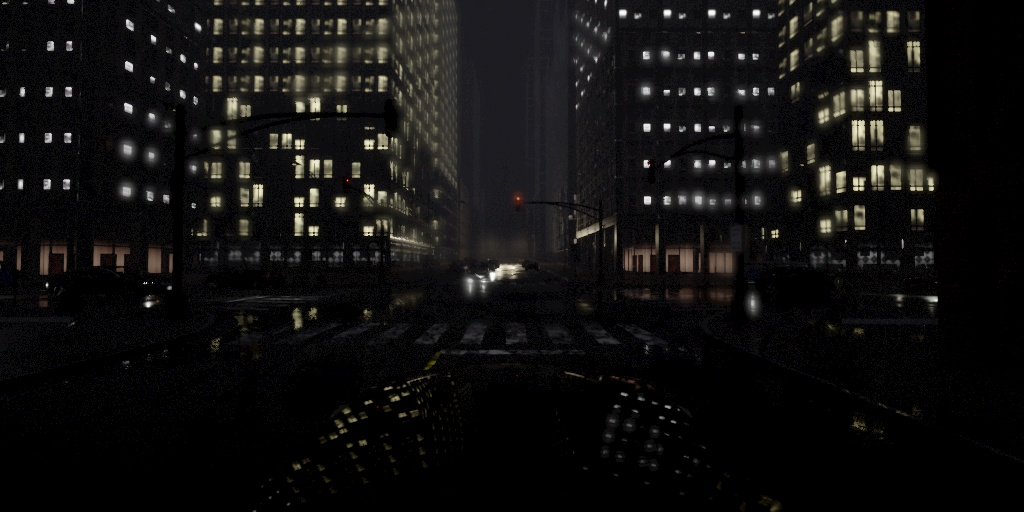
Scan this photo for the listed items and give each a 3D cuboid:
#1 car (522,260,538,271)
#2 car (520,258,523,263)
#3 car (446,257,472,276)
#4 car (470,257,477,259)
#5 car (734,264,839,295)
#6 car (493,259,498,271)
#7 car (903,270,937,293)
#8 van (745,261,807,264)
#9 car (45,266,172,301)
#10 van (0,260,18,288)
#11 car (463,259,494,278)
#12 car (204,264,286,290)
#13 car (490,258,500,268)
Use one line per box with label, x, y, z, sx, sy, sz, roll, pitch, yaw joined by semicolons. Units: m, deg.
car;2.677;1.350;48.817;1.802;1.307;4.207;0;0;0
car;2.674;1.298;60.143;1.751;1.417;4.829;0;0;0
car;-5.701;1.203;37.602;1.967;1.591;4.097;0;0;0
car;-5.704;1.082;48.753;2.192;1.841;5.009;0;0;0
car;14.868;1.321;19.526;4.892;1.490;1.837;0;-1;0
car;-3.112;1.367;45.608;1.895;1.301;4.718;0;0;0
car;24.348;1.313;19.503;5.008;1.535;1.882;0;-1;0
van;15.975;1.210;22.098;3.998;1.789;1.690;0;0;0
car;-18.092;1.191;16.391;4.902;1.511;2.128;0;-1;0
van;-33.444;1.132;22.195;3.998;1.789;1.690;0;0;0
car;-3.112;1.310;34.523;2.033;1.411;5.357;0;0;0
car;-16.499;1.255;22.163;4.097;1.591;1.967;0;0;0
car;-3.090;1.250;59.393;1.882;1.535;5.008;0;1;0
